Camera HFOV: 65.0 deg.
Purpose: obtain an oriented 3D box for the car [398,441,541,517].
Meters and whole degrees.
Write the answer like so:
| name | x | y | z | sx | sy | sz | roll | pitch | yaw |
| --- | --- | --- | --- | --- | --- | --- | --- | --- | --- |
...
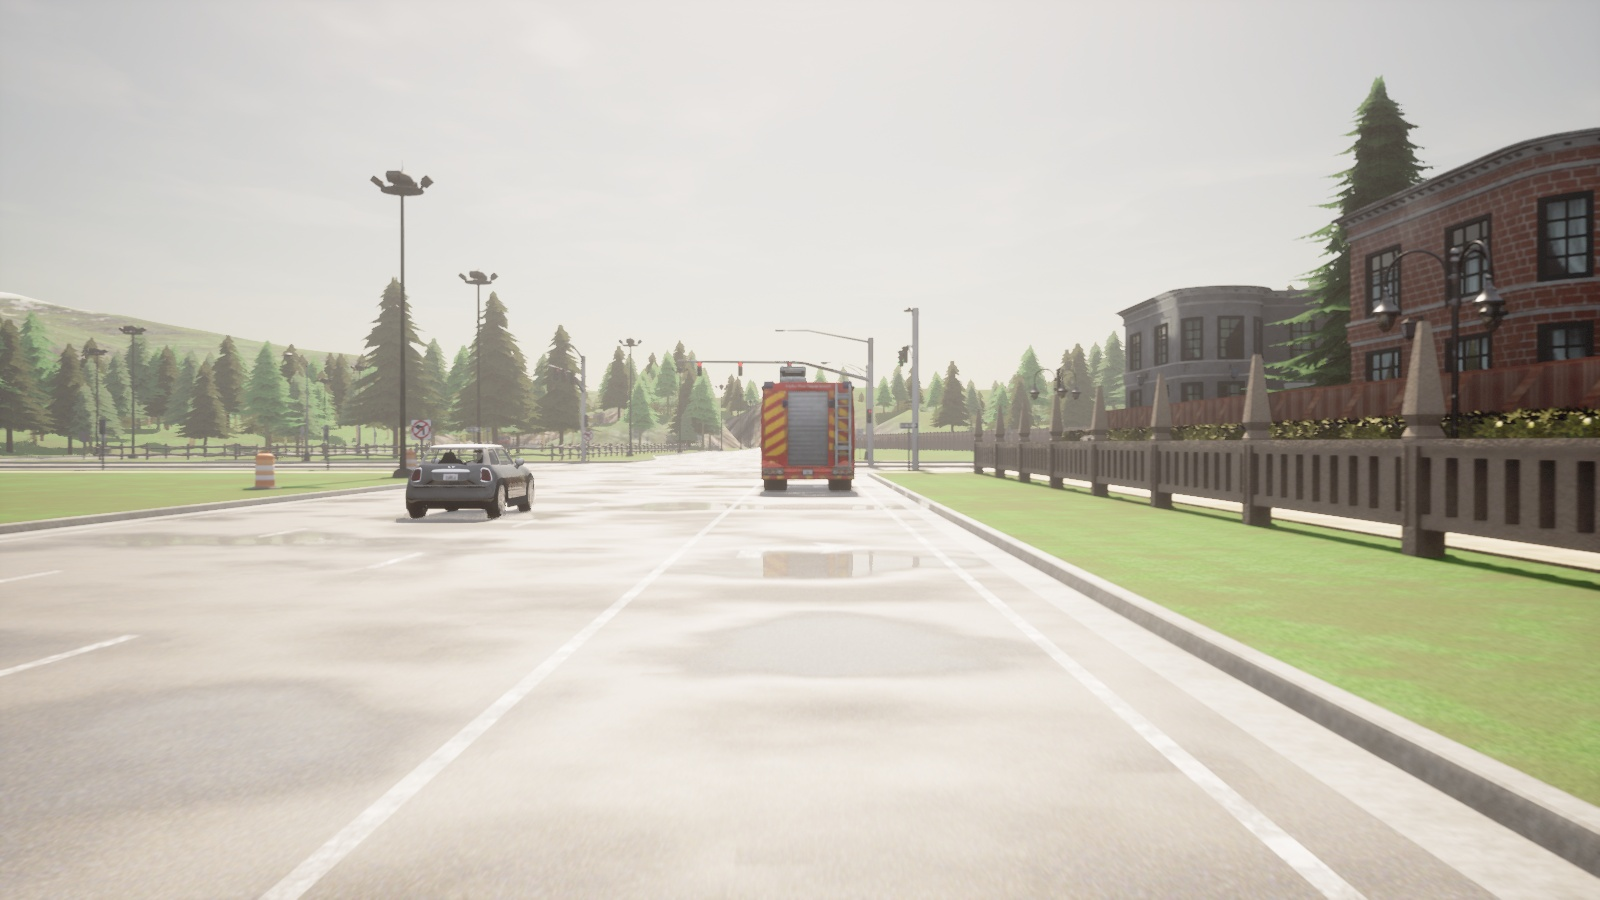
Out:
| name | x | y | z | sx | sy | sz | roll | pitch | yaw |
| --- | --- | --- | --- | --- | --- | --- | --- | --- | --- |
| car | -6.835 | 0.558 | 26.388 | 1.970 | 1.475 | 3.806 | 0 | 0 | 0 |

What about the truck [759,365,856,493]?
| name | x | y | z | sx | sy | sz | roll | pitch | yaw |
| --- | --- | --- | --- | --- | --- | --- | --- | --- | --- |
| truck | 0.254 | -0.653 | 41.771 | 2.891 | 3.827 | 8.468 | 0 | 0 | 0 |
